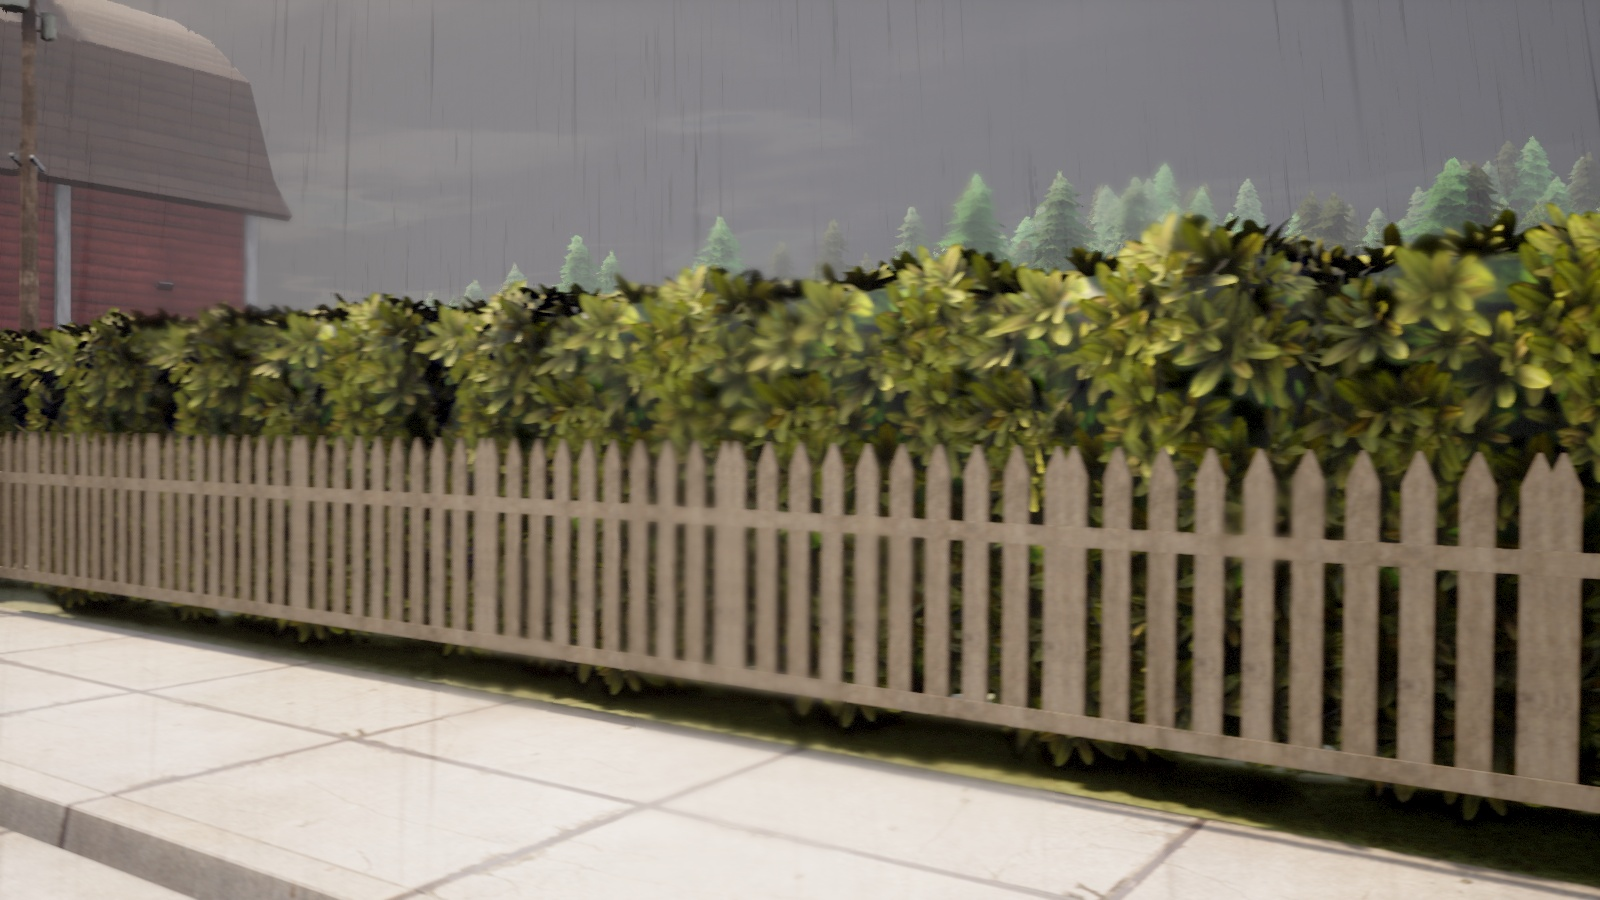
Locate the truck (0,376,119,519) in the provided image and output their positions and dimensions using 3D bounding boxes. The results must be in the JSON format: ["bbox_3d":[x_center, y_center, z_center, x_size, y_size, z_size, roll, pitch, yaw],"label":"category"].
[{"bbox_3d":[-15.240,-0.038,22.476,5.204,2.467,2.627,-1,1,-31],"label":"truck"}]
